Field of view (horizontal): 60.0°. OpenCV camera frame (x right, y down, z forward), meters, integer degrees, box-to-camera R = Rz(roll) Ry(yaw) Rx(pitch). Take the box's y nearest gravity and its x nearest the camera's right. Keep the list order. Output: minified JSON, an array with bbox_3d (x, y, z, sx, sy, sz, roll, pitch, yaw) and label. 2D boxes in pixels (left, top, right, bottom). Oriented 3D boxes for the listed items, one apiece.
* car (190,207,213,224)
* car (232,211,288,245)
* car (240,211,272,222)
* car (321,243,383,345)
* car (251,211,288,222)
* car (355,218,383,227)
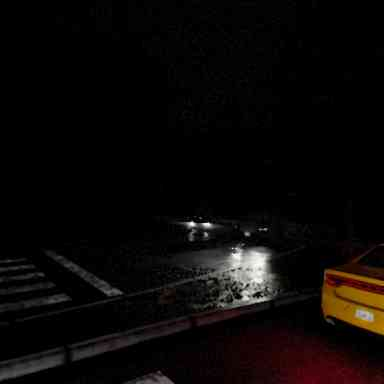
[{"bbox_3d":[0.959,2.320,33.578,1.837,1.490,4.892,2,-2,4],"label":"car"},{"bbox_3d":[3.631,1.771,17.149,2.128,1.511,4.902,2,-2,28],"label":"car"},{"bbox_3d":[8.613,3.311,44.270,1.895,1.301,4.718,1,-3,44],"label":"car"},{"bbox_3d":[4.406,1.571,5.807,5.008,1.535,1.882,2,-1,-33],"label":"car"},{"bbox_3d":[11.862,3.730,51.017,5.357,1.411,2.033,5,-3,-26],"label":"car"},{"bbox_3d":[26.623,4.545,49.410,4.181,1.385,1.994,3,-3,18],"label":"car"}]
